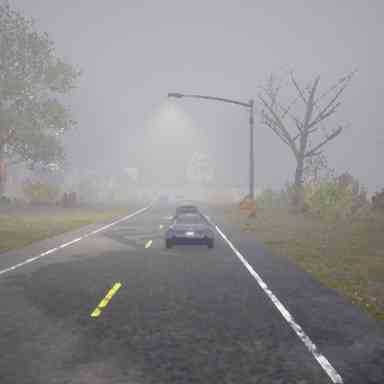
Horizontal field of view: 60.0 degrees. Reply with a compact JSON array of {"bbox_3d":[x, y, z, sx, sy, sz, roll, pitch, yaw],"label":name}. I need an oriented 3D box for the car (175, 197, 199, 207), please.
[{"bbox_3d":[-0.455,1.494,29.727,1.837,1.490,4.892,0,0,-2],"label":"car"}]

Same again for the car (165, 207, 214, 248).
[{"bbox_3d":[-0.115,1.565,14.704,1.994,1.385,4.181,0,0,-1],"label":"car"}]

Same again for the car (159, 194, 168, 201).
[{"bbox_3d":[-6.430,1.184,75.758,2.097,1.767,4.553,0,0,-4],"label":"car"}]

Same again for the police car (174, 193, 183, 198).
[{"bbox_3d":[-3.465,1.245,95.046,1.930,1.638,5.238,0,0,-5],"label":"police car"}]

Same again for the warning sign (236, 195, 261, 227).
[{"bbox_3d":[3.352,1.102,19.935,1.300,1.860,1.060,1,1,-1],"label":"warning sign"}]
